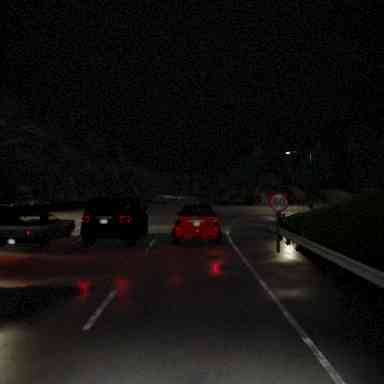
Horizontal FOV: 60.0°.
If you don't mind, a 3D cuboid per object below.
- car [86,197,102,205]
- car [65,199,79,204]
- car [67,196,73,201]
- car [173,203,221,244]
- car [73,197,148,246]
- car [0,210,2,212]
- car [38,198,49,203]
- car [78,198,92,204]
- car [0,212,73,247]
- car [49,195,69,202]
[{"bbox_3d":[-21.017,1.941,71.619,2.128,1.511,4.902,0,-2,0],"label":"car"},{"bbox_3d":[-31.520,2.486,87.446,1.812,1.442,4.674,0,-2,0],"label":"car"},{"bbox_3d":[-24.517,1.941,71.618,1.812,1.442,4.674,0,-2,0],"label":"car"},{"bbox_3d":[0.310,1.360,16.146,2.097,1.767,4.553,0,0,3],"label":"car"},{"bbox_3d":[-3.405,1.230,15.522,2.150,2.045,5.566,0,0,0],"label":"car"},{"bbox_3d":[-10.406,1.504,16.445,2.128,1.511,4.902,0,0,0],"label":"car"},{"bbox_3d":[-31.517,1.969,71.616,1.994,1.385,4.181,0,-2,0],"label":"car"},{"bbox_3d":[-28.020,2.487,87.447,2.128,1.511,4.902,0,-2,0],"label":"car"},{"bbox_3d":[-6.905,1.611,14.995,1.895,1.301,4.718,0,0,0],"label":"car"},{"bbox_3d":[-28.017,1.641,71.596,2.150,2.045,5.566,0,-2,0],"label":"car"}]
